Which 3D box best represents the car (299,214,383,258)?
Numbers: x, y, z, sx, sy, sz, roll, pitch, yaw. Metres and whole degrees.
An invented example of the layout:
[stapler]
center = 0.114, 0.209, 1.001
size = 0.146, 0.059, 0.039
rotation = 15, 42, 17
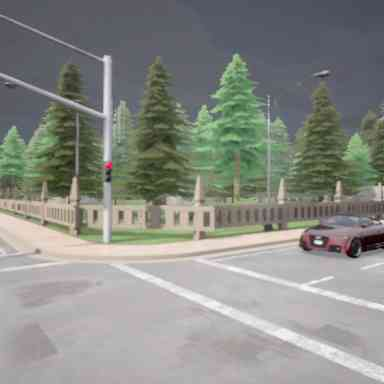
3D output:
[car]
center = 6.024, 1.576, 12.842
size = 4.181, 1.385, 1.994
rotation = 0, 0, -37
